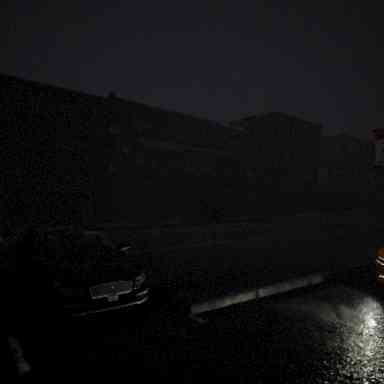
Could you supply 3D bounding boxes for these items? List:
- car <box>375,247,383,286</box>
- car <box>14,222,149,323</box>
[{"bbox_3d":[6.522,1.519,8.332,5.008,1.535,1.882,0,0,-35],"label":"car"},{"bbox_3d":[-2.710,1.485,7.464,2.231,1.521,4.892,0,0,-35],"label":"car"}]
